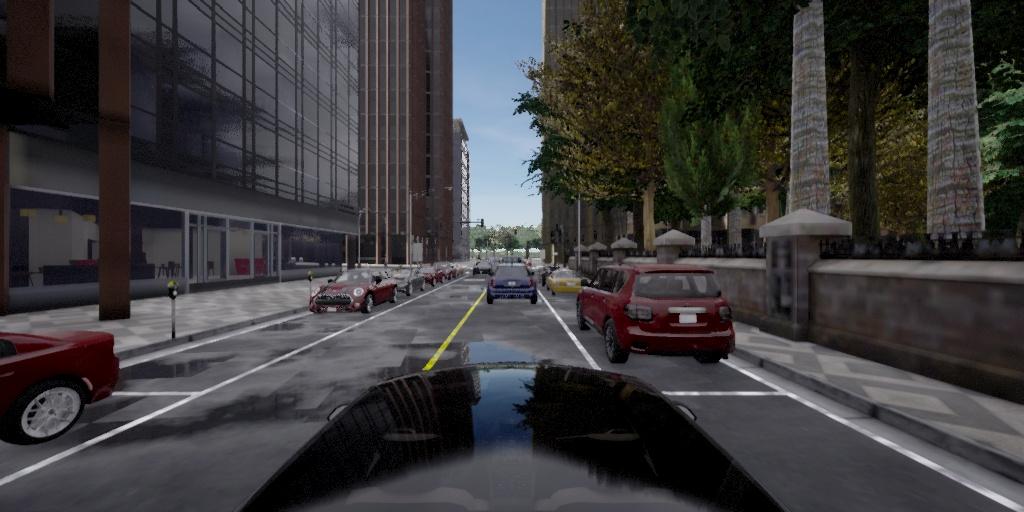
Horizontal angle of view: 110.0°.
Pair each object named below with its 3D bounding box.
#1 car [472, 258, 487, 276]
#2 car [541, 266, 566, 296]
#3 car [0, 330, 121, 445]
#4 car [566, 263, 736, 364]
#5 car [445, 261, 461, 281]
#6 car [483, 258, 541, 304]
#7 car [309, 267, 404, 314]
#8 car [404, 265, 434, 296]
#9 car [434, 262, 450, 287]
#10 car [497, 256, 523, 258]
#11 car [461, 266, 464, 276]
[{"bbox_3d":[-3.000,1.267,37.501,1.882,1.535,5.008,0,0,0],"label":"car"},{"bbox_3d":[2.763,1.276,19.096,1.751,1.417,4.829,0,0,0],"label":"car"},{"bbox_3d":[-5.763,1.293,2.553,1.888,1.381,4.507,0,0,0],"label":"car"},{"bbox_3d":[2.763,1.064,8.013,2.192,1.841,5.009,0,0,0],"label":"car"},{"bbox_3d":[-5.763,1.192,29.838,1.967,1.591,4.097,0,0,0],"label":"car"},{"bbox_3d":[0.000,1.117,16.470,2.097,1.767,4.553,0,0,0],"label":"car"},{"bbox_3d":[-5.763,1.189,13.467,1.967,1.591,4.097,0,0,0],"label":"car"},{"bbox_3d":[-5.763,1.301,18.924,2.007,1.370,4.403,0,0,0],"label":"car"},{"bbox_3d":[-5.763,1.296,24.381,1.888,1.381,4.507,0,0,0],"label":"car"},{"bbox_3d":[0.000,1.012,31.530,2.150,2.045,5.566,0,0,0],"label":"car"},{"bbox_3d":[-5.763,1.279,35.125,1.751,1.417,4.829,0,0,0],"label":"car"}]
